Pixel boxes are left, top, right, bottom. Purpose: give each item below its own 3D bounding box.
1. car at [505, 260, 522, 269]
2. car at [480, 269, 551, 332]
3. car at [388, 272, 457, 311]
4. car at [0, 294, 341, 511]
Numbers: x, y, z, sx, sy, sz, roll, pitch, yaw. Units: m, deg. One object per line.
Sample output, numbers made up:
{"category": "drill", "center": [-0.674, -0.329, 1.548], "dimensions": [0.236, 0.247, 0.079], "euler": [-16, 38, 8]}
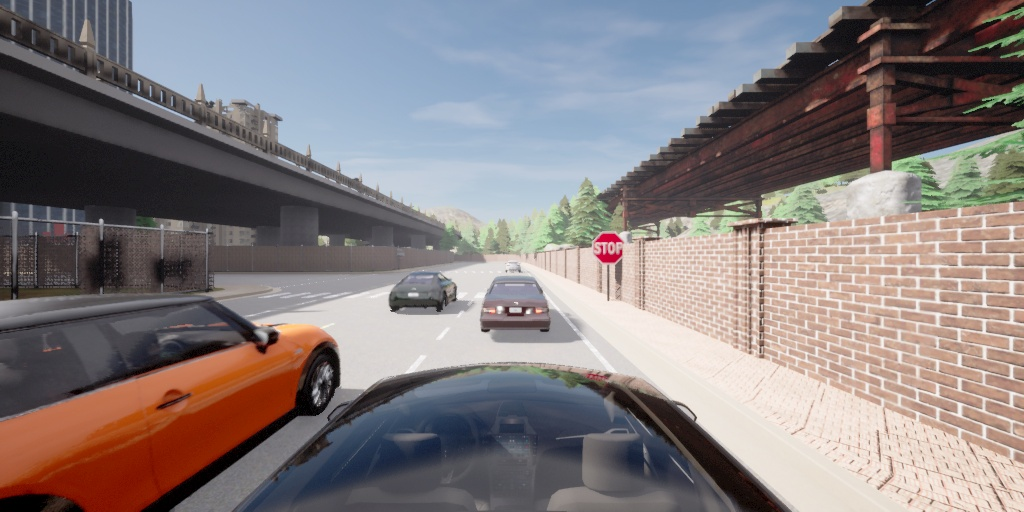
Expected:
{"category": "car", "center": [0.114, 1.276, 44.873], "dimensions": [1.812, 1.442, 4.674], "euler": [0, 0, -1]}
{"category": "car", "center": [0.081, 1.297, 10.801], "dimensions": [2.033, 1.411, 5.357], "euler": [0, 0, 0]}
{"category": "car", "center": [-3.426, 1.314, 14.431], "dimensions": [1.994, 1.385, 4.181], "euler": [0, 0, 0]}
{"category": "car", "center": [-3.404, 1.101, 3.098], "dimensions": [2.097, 1.767, 4.553], "euler": [0, 0, 0]}
